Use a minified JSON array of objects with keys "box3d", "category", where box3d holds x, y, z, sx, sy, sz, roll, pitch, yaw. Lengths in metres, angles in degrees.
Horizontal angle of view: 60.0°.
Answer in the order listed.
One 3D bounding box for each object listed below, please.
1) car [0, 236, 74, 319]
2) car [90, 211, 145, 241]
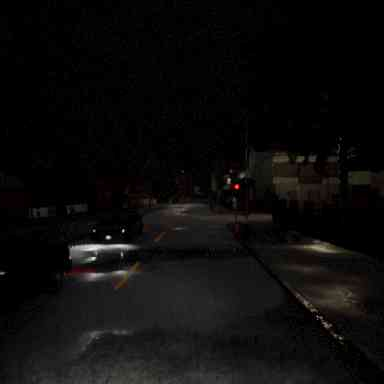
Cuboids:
[{"box3d":[-4.017,1.609,6.361,2.033,1.411,5.357,0,-1,1],"category":"car"},{"box3d":[-3.799,1.726,17.966,2.033,1.411,5.357,0,-1,1],"category":"car"}]
